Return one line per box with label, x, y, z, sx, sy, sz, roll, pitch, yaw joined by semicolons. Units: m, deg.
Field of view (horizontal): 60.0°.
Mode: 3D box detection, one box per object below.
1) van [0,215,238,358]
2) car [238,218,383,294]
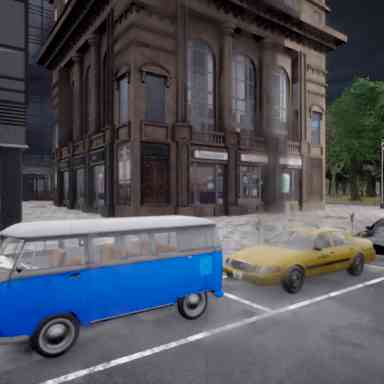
van;-1.317;1.340;5.710;3.998;1.788;1.690;0;0;-35
car;2.975;1.522;8.765;4.829;1.417;1.752;0;0;-35
